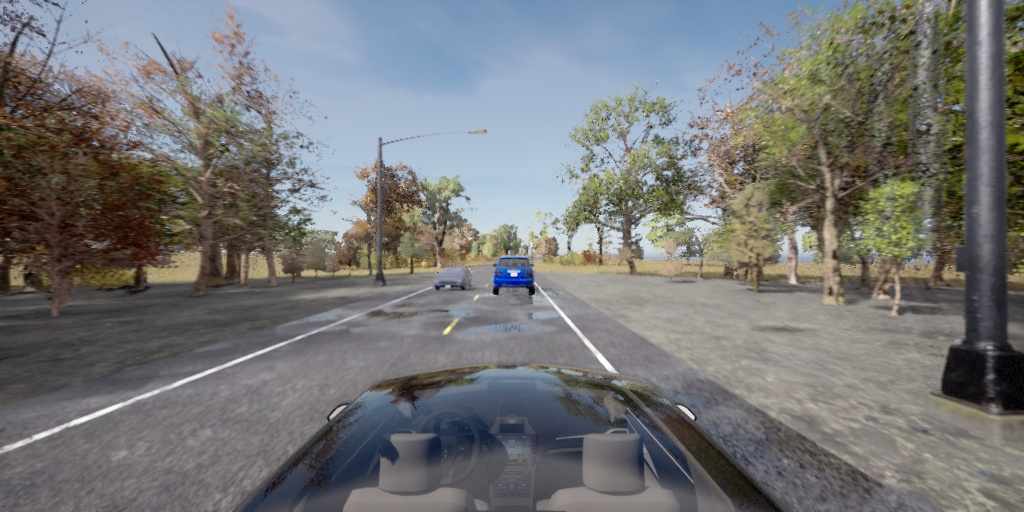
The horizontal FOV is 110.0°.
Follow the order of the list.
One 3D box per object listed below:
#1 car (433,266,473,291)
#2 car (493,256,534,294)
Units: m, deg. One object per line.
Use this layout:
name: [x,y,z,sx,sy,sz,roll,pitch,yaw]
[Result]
car: [-3.593,1.346,22.810,2.033,1.411,5.357,0,0,0]
car: [0.099,1.015,20.703,2.150,2.045,5.566,0,0,0]
